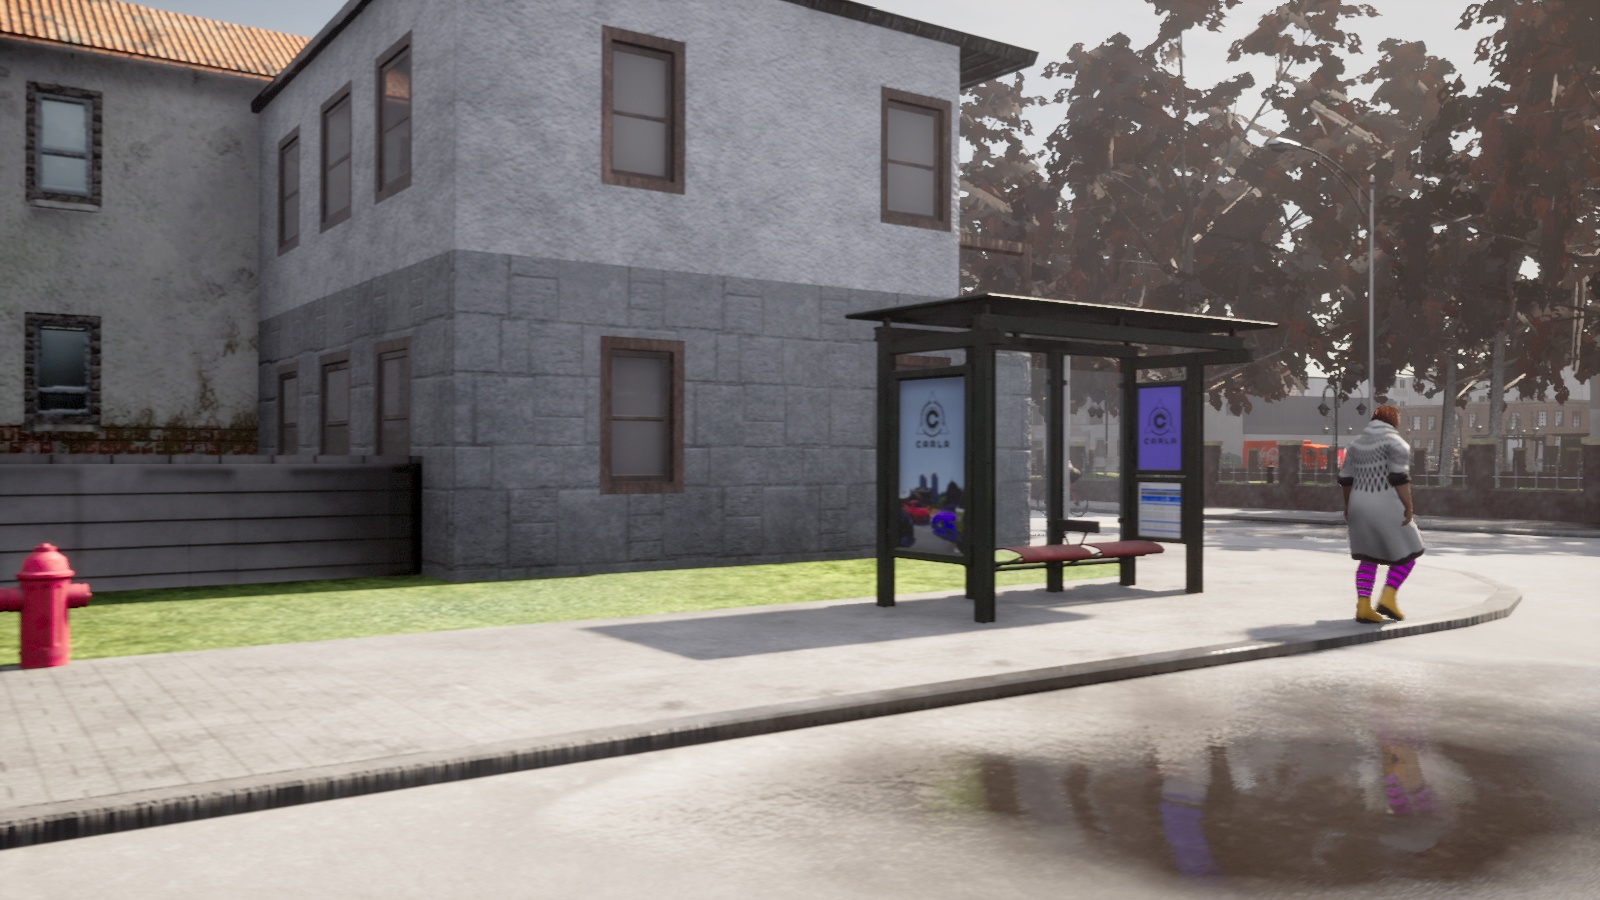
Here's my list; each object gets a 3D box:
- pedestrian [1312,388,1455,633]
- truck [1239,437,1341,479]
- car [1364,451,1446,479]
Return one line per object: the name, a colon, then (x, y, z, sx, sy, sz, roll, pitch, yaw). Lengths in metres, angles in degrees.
pedestrian: (4.864, 0.486, 10.487, 0.873, 1.952, 0.659, 0, 0, -21)
truck: (29.663, 0.490, 76.147, 2.627, 2.467, 5.204, 0, 0, -35)
car: (35.791, 0.864, 74.396, 1.851, 1.617, 3.988, 0, 0, -35)
